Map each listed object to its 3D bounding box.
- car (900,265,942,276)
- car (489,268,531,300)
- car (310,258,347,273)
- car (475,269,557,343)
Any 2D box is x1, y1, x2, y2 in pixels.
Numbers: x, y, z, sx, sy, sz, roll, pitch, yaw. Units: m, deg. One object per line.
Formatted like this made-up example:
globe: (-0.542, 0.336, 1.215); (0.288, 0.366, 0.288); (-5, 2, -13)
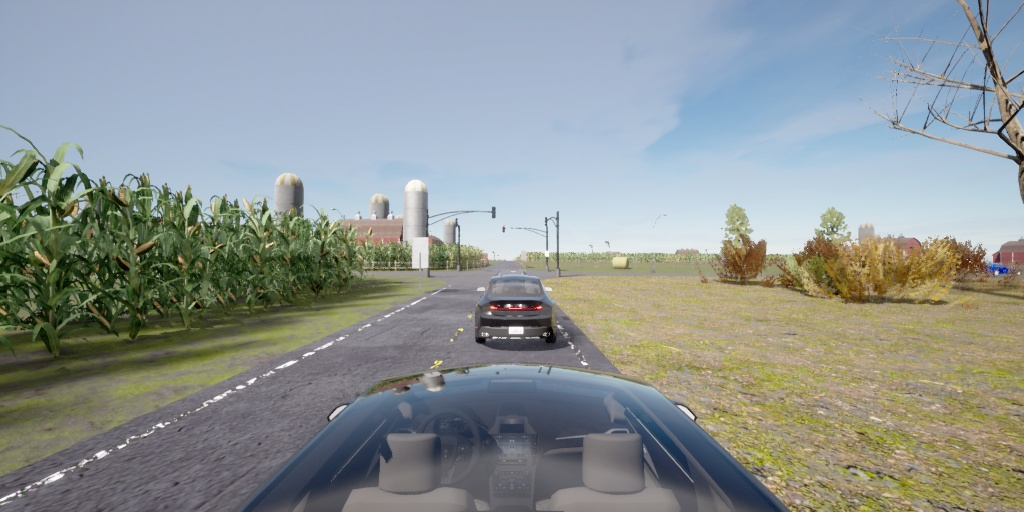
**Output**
car: (48.559, 1.768, 42.536); (4.181, 1.385, 1.994); (1, -1, -5)
car: (0.032, 1.360, 18.823); (1.895, 1.301, 4.718); (0, 0, 4)
car: (-19.828, 0.931, 37.659); (4.553, 1.767, 2.097); (0, -1, -3)
car: (0.080, 1.259, 9.672); (1.837, 1.490, 4.892); (0, 0, 0)
